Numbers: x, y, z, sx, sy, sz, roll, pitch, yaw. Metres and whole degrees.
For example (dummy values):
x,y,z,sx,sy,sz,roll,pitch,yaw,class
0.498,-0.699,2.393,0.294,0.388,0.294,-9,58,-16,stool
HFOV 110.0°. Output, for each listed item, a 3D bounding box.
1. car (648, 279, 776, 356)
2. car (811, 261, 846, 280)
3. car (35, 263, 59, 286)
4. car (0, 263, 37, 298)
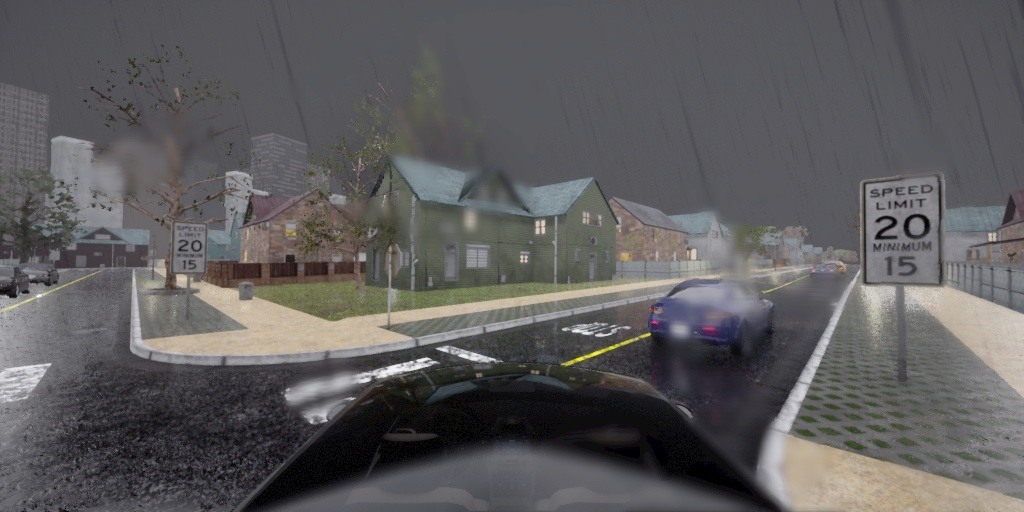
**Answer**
x,y,z,sx,sy,sz,roll,pitch,yaw,class
4.905,1.273,8.637,1.812,1.442,4.674,-1,0,45,car
27.675,1.303,31.559,5.357,1.411,2.033,0,0,-45,car
-32.757,1.262,24.546,4.902,1.511,2.128,0,-2,44,car
-25.379,1.243,17.536,4.892,1.490,1.837,0,-2,43,car
